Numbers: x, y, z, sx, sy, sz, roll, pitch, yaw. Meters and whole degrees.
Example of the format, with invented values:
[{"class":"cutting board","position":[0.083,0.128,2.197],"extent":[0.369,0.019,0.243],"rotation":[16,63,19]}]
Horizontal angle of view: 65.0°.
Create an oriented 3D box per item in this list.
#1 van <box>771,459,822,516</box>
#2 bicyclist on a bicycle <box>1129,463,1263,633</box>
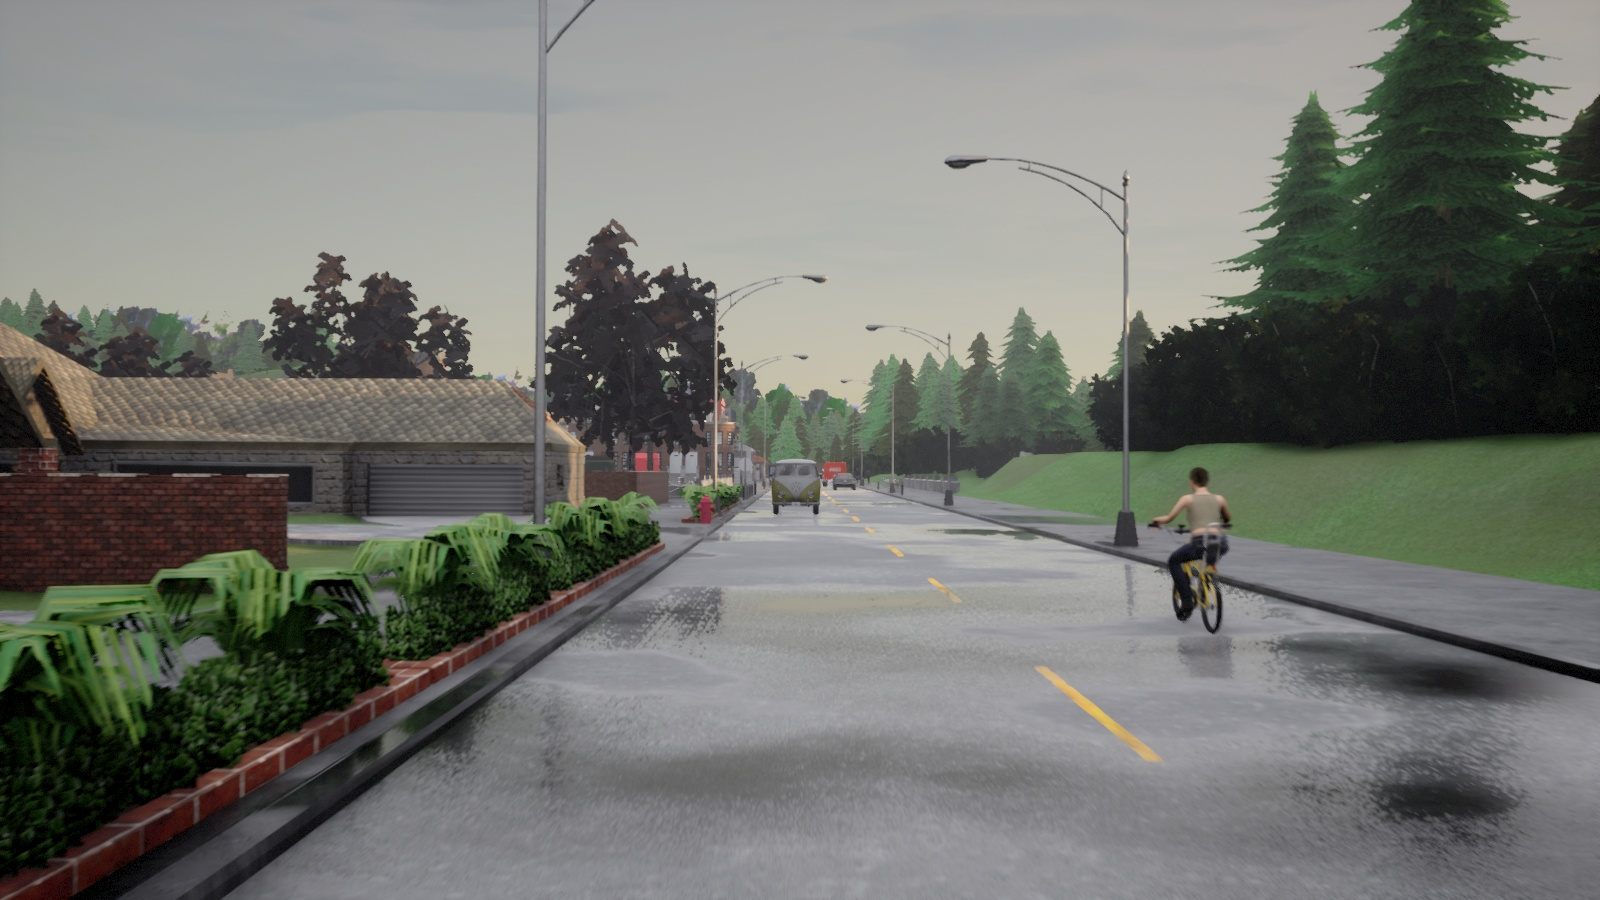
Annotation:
[{"class":"van","position":[-0.134,1.338,46.010],"extent":[1.775,1.987,4.442],"rotation":[0,-1,0]},{"class":"bicyclist on a bicycle","position":[3.964,0.948,12.705],"extent":[0.866,1.612,1.509],"rotation":[0,-1,0]}]
